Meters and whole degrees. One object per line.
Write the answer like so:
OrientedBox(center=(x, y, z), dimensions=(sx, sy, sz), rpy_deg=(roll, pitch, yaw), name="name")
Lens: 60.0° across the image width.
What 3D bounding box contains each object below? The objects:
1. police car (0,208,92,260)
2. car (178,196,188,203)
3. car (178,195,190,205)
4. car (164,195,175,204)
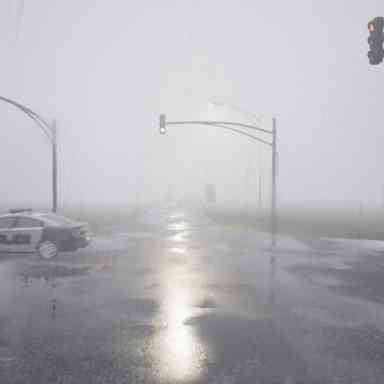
OrientedBox(center=(-6.276, 1.404, 11.853), dimensions=(5.238, 1.638, 1.930), rpy_deg=(1, 0, 0), name="police car")
OrientedBox(center=(-2.027, 1.548, 71.467), dimensions=(1.895, 1.301, 4.718), rpy_deg=(0, 0, -4), name="car")
OrientedBox(center=(-1.452, 1.378, 61.391), dimensions=(2.097, 1.767, 4.553), rpy_deg=(0, 0, -3), name="car")
OrientedBox(center=(-4.428, 1.387, 65.495), dimensions=(2.097, 1.767, 4.553), rpy_deg=(0, 0, -3), name="car")
